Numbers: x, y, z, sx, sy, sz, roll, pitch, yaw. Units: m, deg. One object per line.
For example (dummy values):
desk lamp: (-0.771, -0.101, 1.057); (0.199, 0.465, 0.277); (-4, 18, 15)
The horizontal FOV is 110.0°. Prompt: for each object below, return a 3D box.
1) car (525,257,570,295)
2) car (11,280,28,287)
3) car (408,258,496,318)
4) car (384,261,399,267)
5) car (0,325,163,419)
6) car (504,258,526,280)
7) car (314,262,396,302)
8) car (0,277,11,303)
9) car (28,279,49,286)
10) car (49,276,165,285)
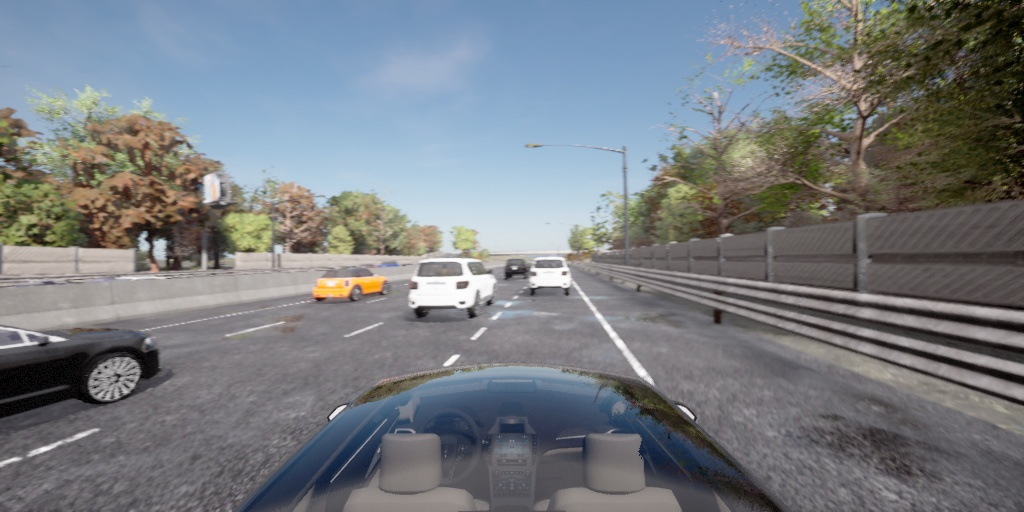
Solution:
car: (2.235, 1.101, 21.178); (2.150, 2.045, 5.566); (-1, -1, 7)
car: (-26.231, 1.965, 19.697); (1.895, 1.301, 4.718); (-1, -1, 7)
car: (-2.058, 1.112, 13.903); (2.150, 2.045, 5.566); (-1, -1, 7)
car: (-21.198, 1.885, 61.080); (2.150, 2.045, 5.566); (-1, 0, 7)
car: (-6.786, 1.378, 3.808); (2.128, 1.511, 4.902); (-1, 0, 7)
car: (0.550, 1.260, 35.707); (2.150, 2.045, 5.566); (-1, -1, 7)
car: (-8.453, 1.402, 19.360); (2.097, 1.767, 4.553); (-1, -1, 7)
car: (-29.905, 1.942, 18.344); (1.812, 1.442, 4.674); (-1, -1, 7)
car: (-22.625, 1.855, 20.391); (2.033, 1.411, 5.357); (-1, -1, 7)
car: (-19.361, 1.757, 18.214); (1.812, 1.442, 4.674); (-1, -1, 7)
